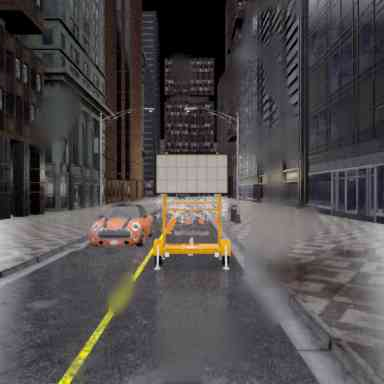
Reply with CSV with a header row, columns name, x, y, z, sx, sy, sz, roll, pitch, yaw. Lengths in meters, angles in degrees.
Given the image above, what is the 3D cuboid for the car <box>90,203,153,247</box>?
name,x,y,z,sx,sy,sz,roll,pitch,yaw
car,-3.010,1.351,15.018,2.097,1.767,4.553,0,0,0

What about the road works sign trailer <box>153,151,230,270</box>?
name,x,y,z,sx,sy,sz,roll,pitch,yaw
road works sign trailer,-0.002,0.463,11.057,2.380,3.560,2.880,0,0,0
